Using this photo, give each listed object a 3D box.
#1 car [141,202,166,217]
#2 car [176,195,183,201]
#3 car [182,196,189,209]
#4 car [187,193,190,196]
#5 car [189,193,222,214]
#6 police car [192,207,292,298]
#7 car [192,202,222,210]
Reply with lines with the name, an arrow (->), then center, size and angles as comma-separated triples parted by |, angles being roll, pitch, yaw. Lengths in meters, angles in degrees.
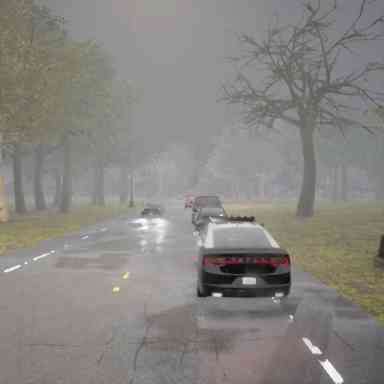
car -> -3.601, 1.616, 31.411 | 1.895, 1.301, 4.718 | 0, 0, 0
car -> -3.501, 1.515, 94.757 | 2.097, 1.767, 4.553 | 0, 0, 0
car -> 0.014, 1.596, 45.693 | 1.994, 1.385, 4.181 | 0, 0, 0
car -> 0.000, 1.277, 60.139 | 2.150, 2.045, 5.566 | 0, 0, 0
car -> 1.050, 1.235, 24.608 | 2.150, 2.045, 5.566 | 0, 0, 0
police car -> 1.050, 1.428, 8.685 | 1.930, 1.638, 5.238 | 0, 0, 0
car -> 1.050, 1.512, 18.578 | 1.837, 1.490, 4.892 | 0, 0, 0
